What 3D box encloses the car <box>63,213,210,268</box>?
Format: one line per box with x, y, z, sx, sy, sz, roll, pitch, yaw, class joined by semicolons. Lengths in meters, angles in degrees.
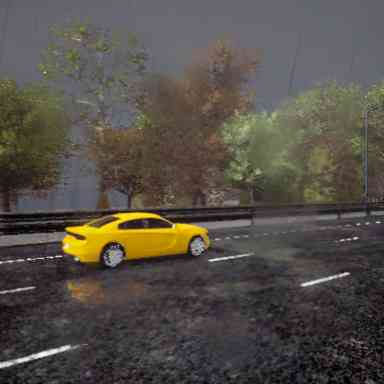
-1.665;1.449;11.205;5.008;1.535;1.882;0;0;-36;car
